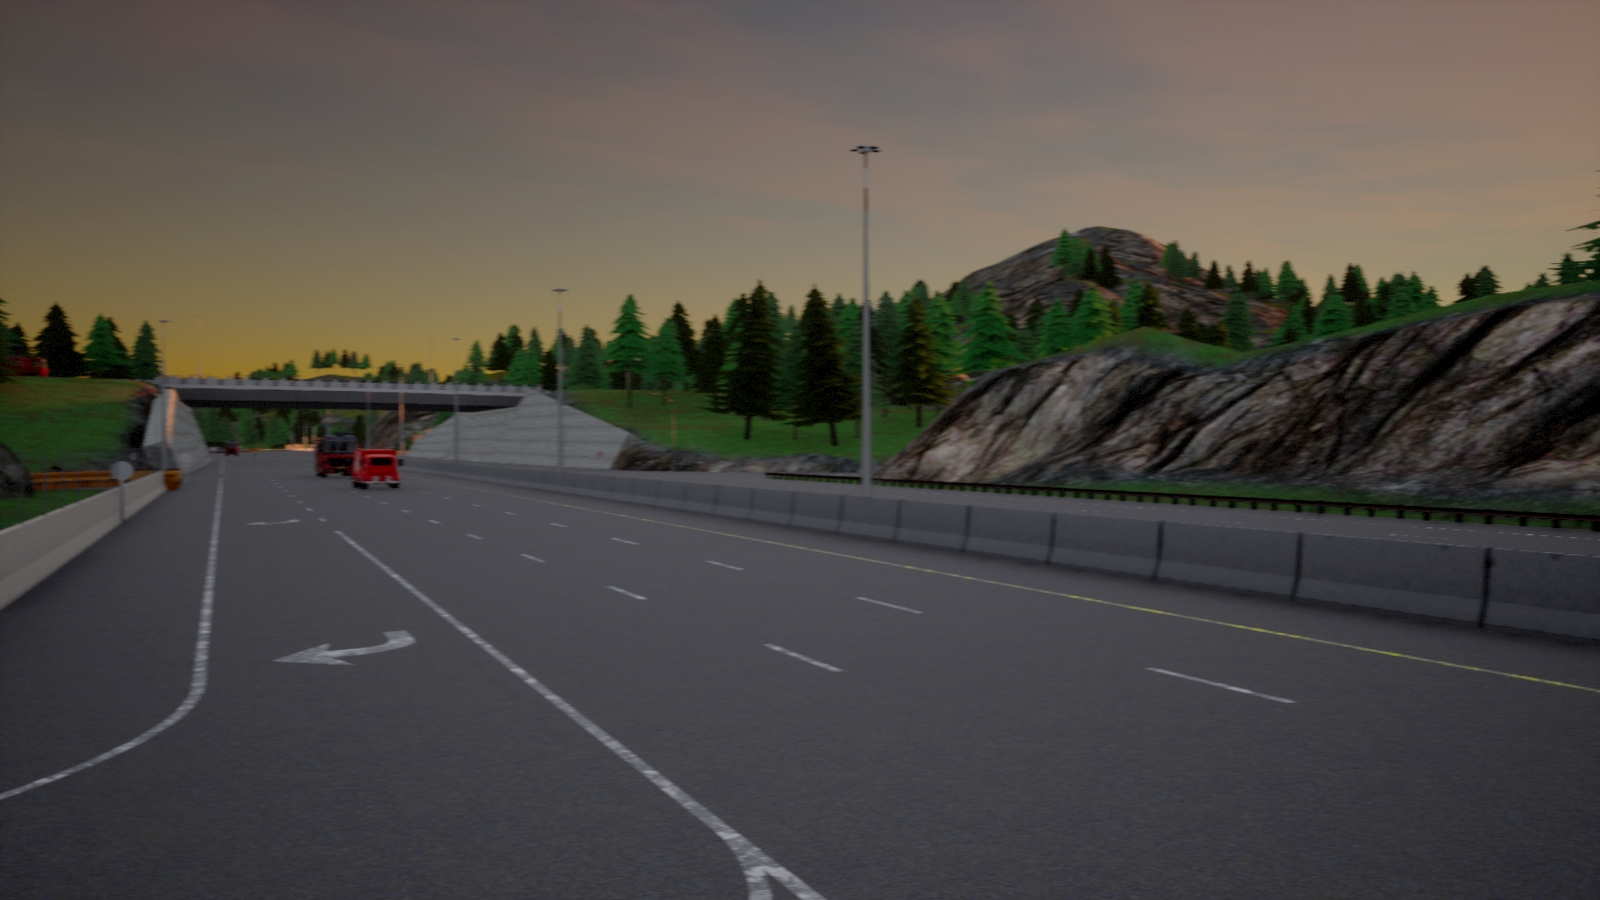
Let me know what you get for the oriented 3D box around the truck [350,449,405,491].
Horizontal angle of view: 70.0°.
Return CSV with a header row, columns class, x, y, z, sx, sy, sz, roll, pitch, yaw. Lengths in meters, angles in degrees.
class,x,y,z,sx,sy,sz,roll,pitch,yaw
truck,-26.413,1.191,71.367,2.627,2.467,5.204,0,1,-27
